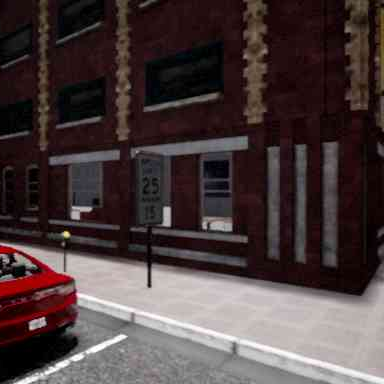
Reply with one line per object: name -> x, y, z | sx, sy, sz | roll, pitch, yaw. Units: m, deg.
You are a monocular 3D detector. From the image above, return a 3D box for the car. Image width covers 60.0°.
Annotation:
car -> -3.807, 1.575, 5.593 | 4.507, 1.381, 1.887 | 0, 0, 36
